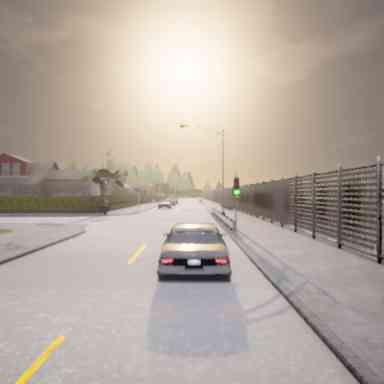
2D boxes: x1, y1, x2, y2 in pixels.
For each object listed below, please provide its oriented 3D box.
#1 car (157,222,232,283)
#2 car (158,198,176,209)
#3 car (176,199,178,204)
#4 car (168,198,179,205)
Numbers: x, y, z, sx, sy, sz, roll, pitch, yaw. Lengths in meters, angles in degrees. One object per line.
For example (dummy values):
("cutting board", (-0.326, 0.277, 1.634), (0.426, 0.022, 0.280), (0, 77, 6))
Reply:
("car", (0.076, 1.599, 9.812), (2.033, 1.411, 5.357), (0, 0, 1))
("car", (-4.044, 1.807, 50.459), (2.033, 1.411, 5.357), (0, 0, 0))
("car", (-4.001, 1.788, 60.304), (1.882, 1.535, 5.008), (0, 0, 0))
("car", (-3.926, 1.914, 70.307), (1.994, 1.385, 4.181), (0, 0, 0))
